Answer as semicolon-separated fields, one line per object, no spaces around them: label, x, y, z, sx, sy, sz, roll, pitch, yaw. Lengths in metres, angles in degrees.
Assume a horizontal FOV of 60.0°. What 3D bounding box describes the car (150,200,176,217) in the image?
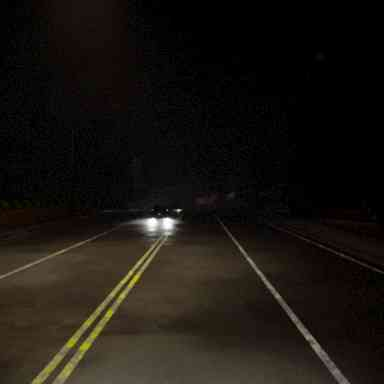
car;-2.987;1.763;33.155;1.895;1.301;4.718;0;0;1

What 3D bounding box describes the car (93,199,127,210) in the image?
car;-11.518;1.758;46.632;4.674;1.442;1.812;0;0;-1

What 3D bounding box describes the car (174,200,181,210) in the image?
car;-2.621;1.983;51.743;2.033;1.411;5.357;0;-1;1
